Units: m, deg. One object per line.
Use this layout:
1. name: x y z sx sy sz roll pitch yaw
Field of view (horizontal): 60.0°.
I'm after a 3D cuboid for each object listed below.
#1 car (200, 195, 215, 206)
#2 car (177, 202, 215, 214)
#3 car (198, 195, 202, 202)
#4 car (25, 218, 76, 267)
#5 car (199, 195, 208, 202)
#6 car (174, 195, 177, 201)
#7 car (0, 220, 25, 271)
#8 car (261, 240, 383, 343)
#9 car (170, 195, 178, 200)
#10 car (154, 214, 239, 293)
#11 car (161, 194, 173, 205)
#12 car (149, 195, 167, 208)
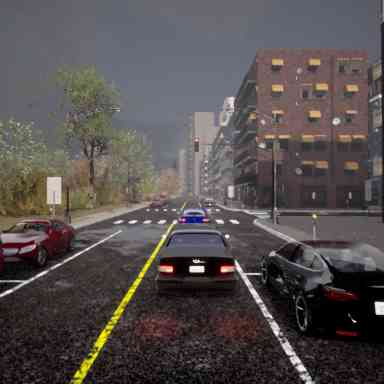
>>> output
1. car: 2.608 1.574 50.270 2.008 1.369 4.403 1 0 0
2. car: 0.121 1.530 18.574 1.812 1.442 4.674 0 0 0
3. car: 2.620 1.621 67.319 1.802 1.307 4.206 1 0 0
4. car: -5.299 1.585 11.357 1.802 1.307 4.206 1 0 0
5. car: 2.629 1.492 78.686 1.967 1.590 4.097 1 0 0
6. car: -5.249 1.609 83.528 2.008 1.369 4.403 1 0 0
7. car: -5.301 1.316 5.702 2.192 1.841 5.009 1 0 0
8. car: 2.578 1.567 6.453 1.947 1.339 4.313 1 0 0
9. car: -5.241 1.626 94.881 2.008 1.369 4.403 1 0 0
10. car: 0.106 1.550 8.984 2.033 1.411 5.357 0 0 0
11. car: -5.262 1.347 60.824 2.192 1.841 5.009 1 0 0
12. car: -5.272 1.567 49.472 1.887 1.381 4.507 1 0 0
